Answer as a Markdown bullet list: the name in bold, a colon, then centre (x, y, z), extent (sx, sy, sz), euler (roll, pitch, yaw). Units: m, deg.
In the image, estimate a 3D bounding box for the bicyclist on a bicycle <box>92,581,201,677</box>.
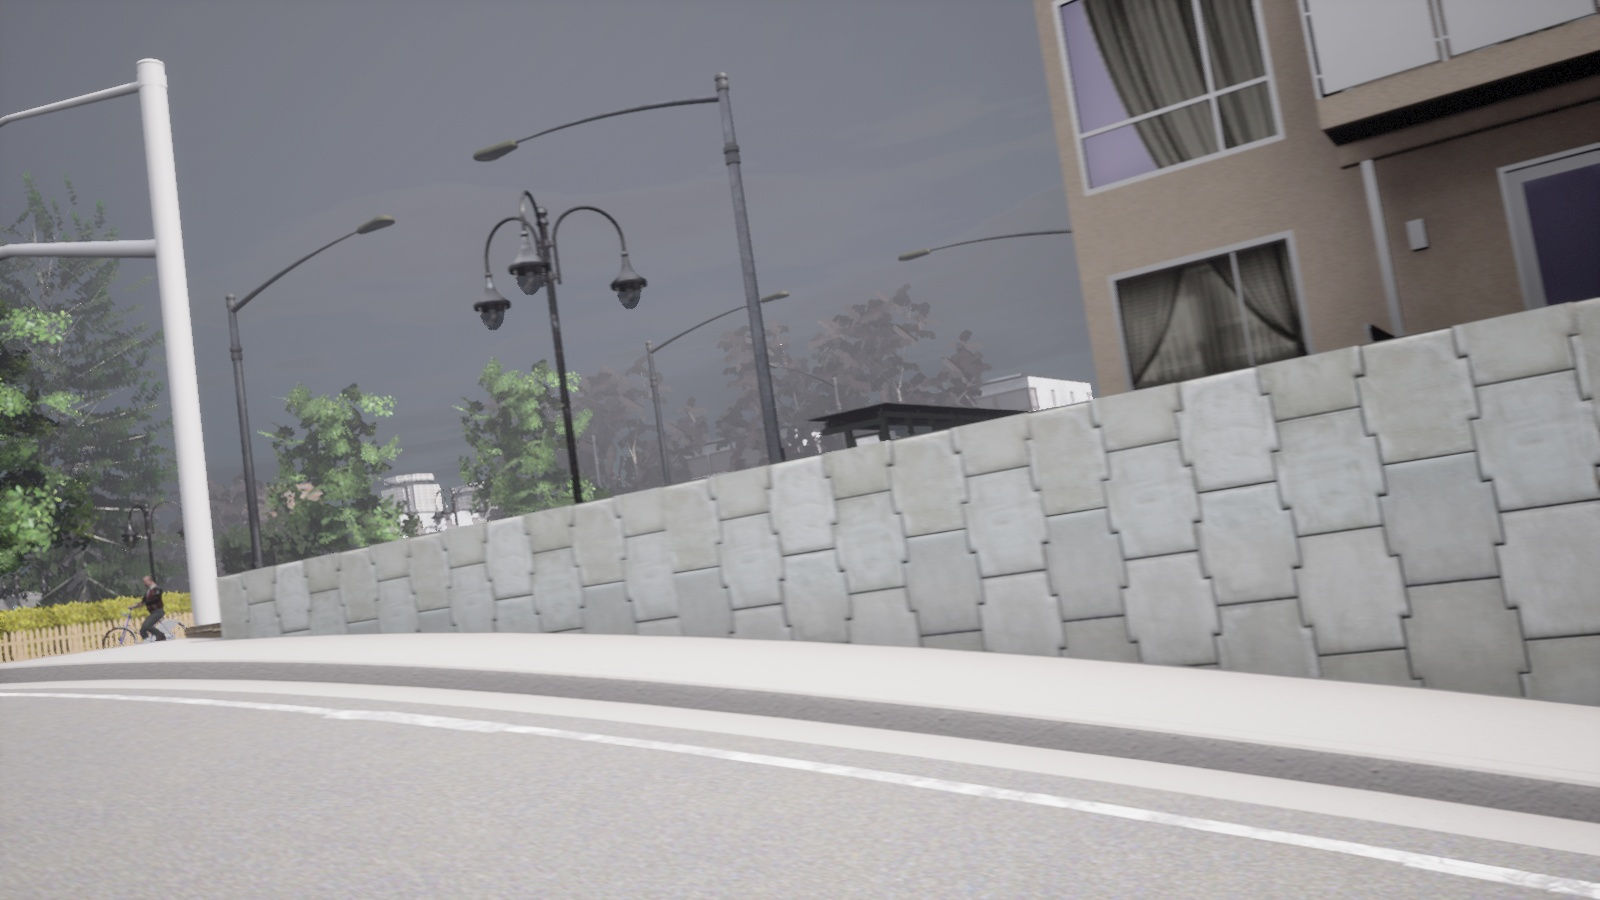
- **bicyclist on a bicycle**: centre (-14.210, 3.876, 27.329), extent (0.659, 1.776, 1.843), euler (-13, -6, 34)
